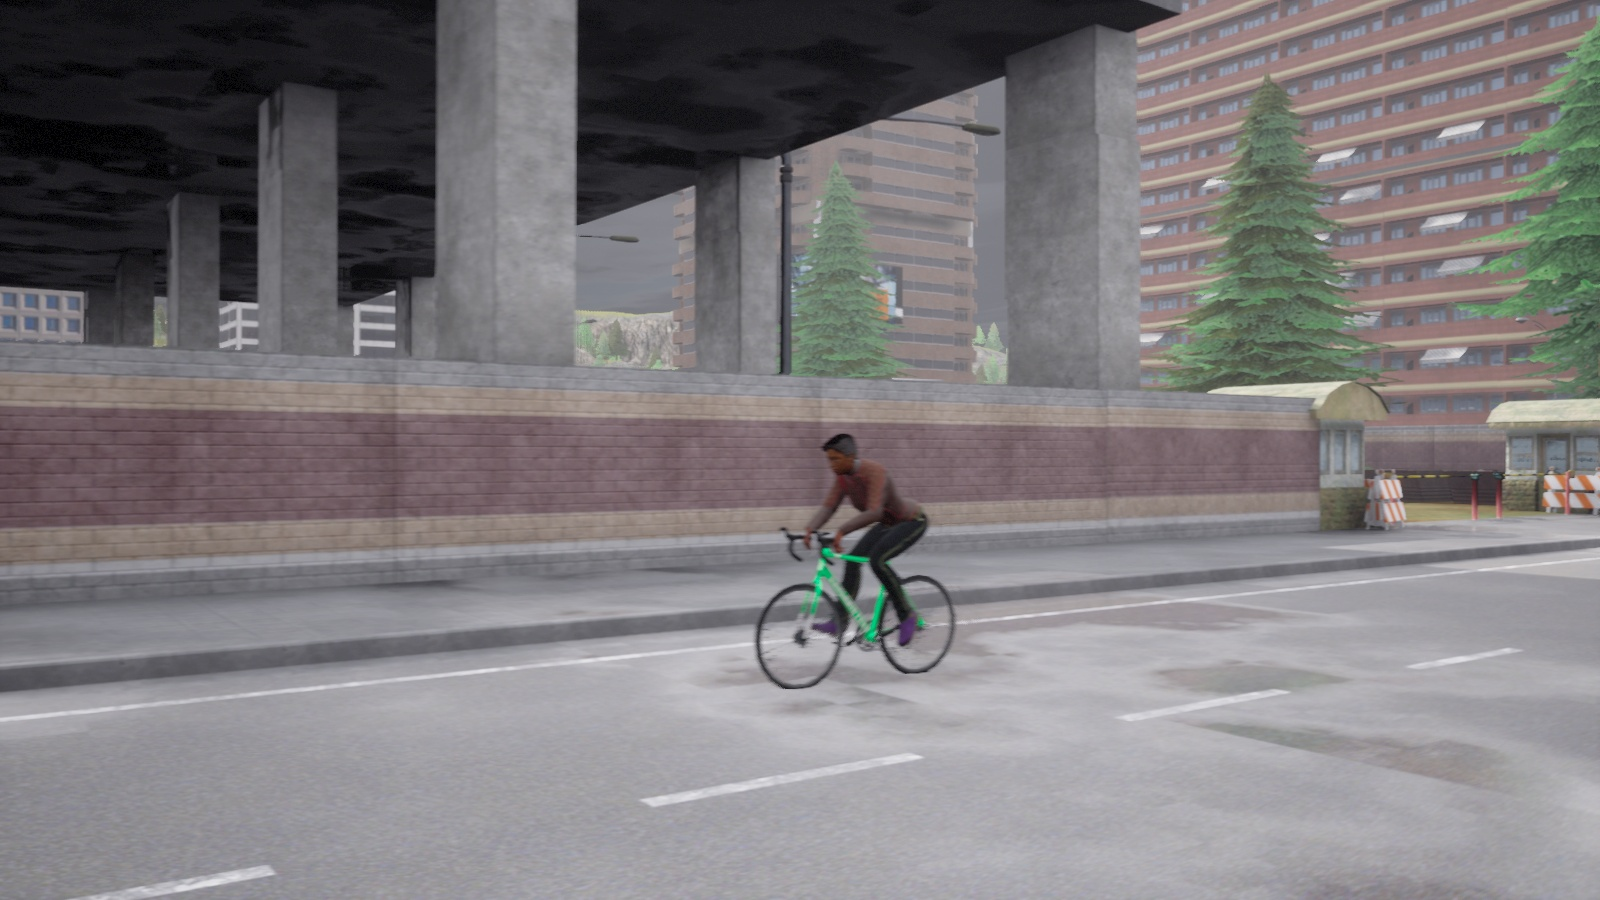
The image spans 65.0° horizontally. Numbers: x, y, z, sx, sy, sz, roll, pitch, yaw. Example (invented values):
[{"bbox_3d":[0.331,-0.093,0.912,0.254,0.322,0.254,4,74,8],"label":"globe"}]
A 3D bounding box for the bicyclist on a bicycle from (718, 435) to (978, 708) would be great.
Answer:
[{"bbox_3d":[0.337,0.717,8.158,1.656,1.620,0.582,0,0,-35],"label":"bicyclist on a bicycle"}]
